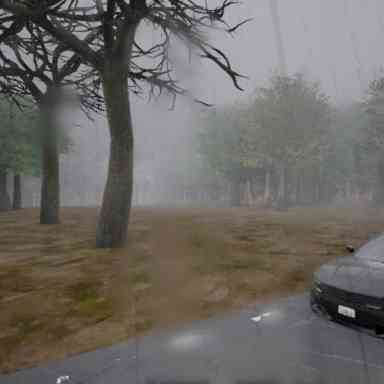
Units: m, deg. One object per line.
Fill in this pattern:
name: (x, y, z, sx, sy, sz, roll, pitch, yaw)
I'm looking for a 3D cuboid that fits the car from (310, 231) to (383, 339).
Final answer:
car: (4.291, 1.477, 6.344, 5.008, 1.535, 1.882, 0, 0, -36)
